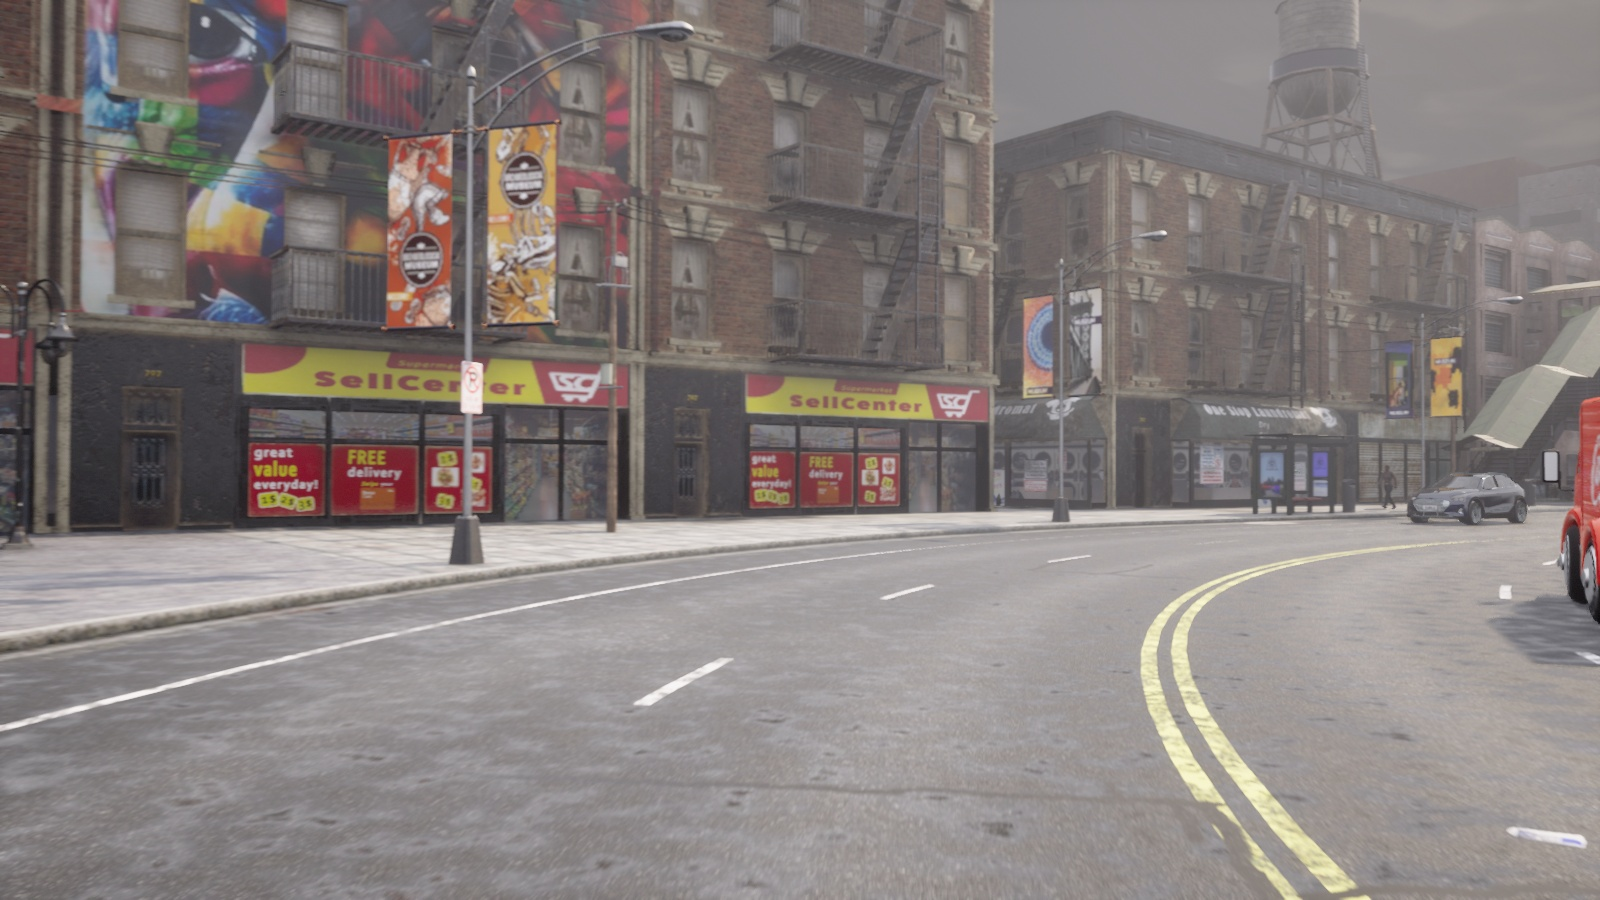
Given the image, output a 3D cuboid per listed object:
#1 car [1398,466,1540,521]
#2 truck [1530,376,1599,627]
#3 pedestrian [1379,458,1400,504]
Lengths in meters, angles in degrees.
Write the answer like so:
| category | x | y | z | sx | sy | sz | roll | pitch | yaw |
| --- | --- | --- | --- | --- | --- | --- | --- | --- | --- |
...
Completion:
| category | x | y | z | sx | sy | sz | roll | pitch | yaw |
| --- | --- | --- | --- | --- | --- | --- | --- | --- | --- |
| car | 21.247 | 1.346 | 39.836 | 4.856 | 1.649 | 2.033 | 1 | -1 | -36 |
| truck | 10.012 | 0.531 | 13.982 | 2.627 | 2.467 | 5.204 | -1 | -1 | 24 |
| pedestrian | 23.392 | 1.233 | 49.813 | 0.869 | 1.805 | 0.328 | 0 | -1 | -32 |
